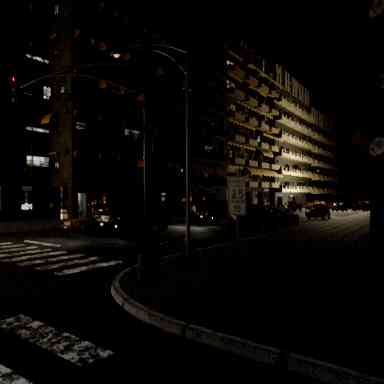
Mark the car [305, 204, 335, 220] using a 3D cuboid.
[{"bbox_3d":[13.709,2.284,35.957,1.802,1.307,4.206,-1,-2,35],"label":"car"}]

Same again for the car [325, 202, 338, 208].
[{"bbox_3d":[32.752,3.067,77.844,1.887,1.381,4.507,-1,-2,35],"label":"car"}]

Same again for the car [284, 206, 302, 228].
[{"bbox_3d":[7.228,2.043,26.669,1.887,1.381,4.507,-1,-2,35],"label":"car"}]

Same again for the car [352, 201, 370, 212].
[{"bbox_3d":[29.909,2.522,59.188,2.192,1.841,5.009,-1,-2,35],"label":"car"}]

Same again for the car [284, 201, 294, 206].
[{"bbox_3d":[13.211,2.446,49.835,1.752,1.417,4.829,-1,-2,35],"label":"car"}]

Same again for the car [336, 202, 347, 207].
[{"bbox_3d":[39.235,3.282,87.135,1.947,1.339,4.313,-1,-2,35],"label":"car"}]

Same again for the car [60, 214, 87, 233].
[{"bbox_3d":[-6.231,1.834,21.965,1.752,1.417,4.829,-1,-2,35],"label":"car"}]

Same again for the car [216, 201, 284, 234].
[{"bbox_3d":[3.987,1.711,22.030,2.192,1.841,5.009,-1,-2,35],"label":"car"}]

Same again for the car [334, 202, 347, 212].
[{"bbox_3d":[25.273,2.626,56.992,2.128,1.511,4.902,0,-1,35],"label":"car"}]

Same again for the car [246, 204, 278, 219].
[{"bbox_3d":[8.068,2.191,37.889,1.837,1.490,4.892,0,-1,35],"label":"car"}]

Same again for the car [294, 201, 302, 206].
[{"bbox_3d":[16.548,2.340,54.625,2.192,1.841,5.009,-1,-2,35],"label":"car"}]

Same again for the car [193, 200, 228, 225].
[{"bbox_3d":[2.342,1.728,29.707,2.150,2.045,5.566,0,-1,34],"label":"car"}]

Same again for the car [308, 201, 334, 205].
[{"bbox_3d":[18.014,2.408,46.582,1.837,1.490,4.892,0,-3,35],"label":"car"}]

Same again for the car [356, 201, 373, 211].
[{"bbox_3d":[33.150,2.621,63.834,2.192,1.841,5.009,-1,-2,35],"label":"car"}]

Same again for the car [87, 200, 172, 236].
[{"bbox_3d":[-3.566,1.541,21.237,2.150,2.045,5.566,0,-1,35],"label":"car"}]
